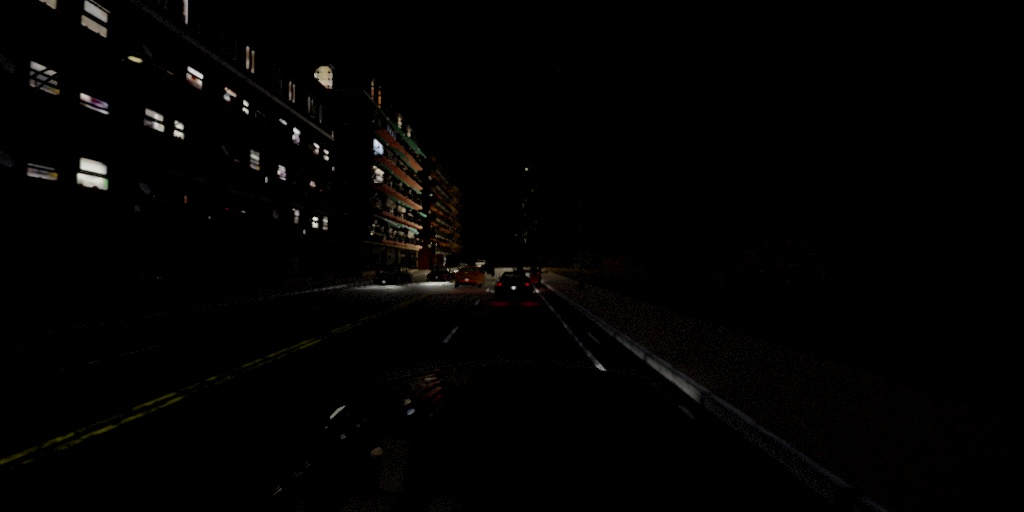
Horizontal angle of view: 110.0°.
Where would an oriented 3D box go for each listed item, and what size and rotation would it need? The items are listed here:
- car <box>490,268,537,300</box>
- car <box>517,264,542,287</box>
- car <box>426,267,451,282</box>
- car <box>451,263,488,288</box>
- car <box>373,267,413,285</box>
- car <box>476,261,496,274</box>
[{"bbox_3d":[0.099,1.525,19.368,1.994,1.385,4.181,0,-1,0],"label":"car"},{"bbox_3d":[1.144,1.418,28.306,2.097,1.767,4.553,0,-1,0],"label":"car"},{"bbox_3d":[-6.593,1.691,33.395,1.994,1.385,4.181,0,-1,0],"label":"car"},{"bbox_3d":[-3.144,1.534,27.436,1.882,1.535,5.008,0,-1,0],"label":"car"},{"bbox_3d":[-9.845,1.637,30.212,2.033,1.411,5.357,0,-1,0],"label":"car"},{"bbox_3d":[-3.137,1.770,45.048,1.837,1.490,4.892,0,-1,0],"label":"car"}]
